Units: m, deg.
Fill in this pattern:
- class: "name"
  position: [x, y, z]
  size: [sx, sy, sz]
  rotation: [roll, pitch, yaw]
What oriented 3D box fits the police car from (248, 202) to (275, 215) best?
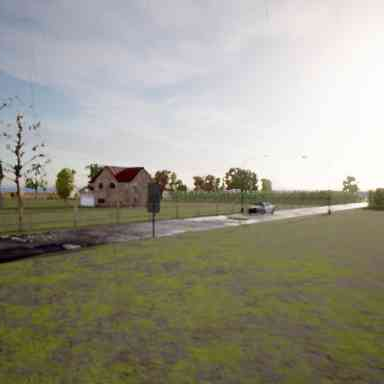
- class: "police car"
  position: [8.638, 2.031, 41.423]
  size: [2.038, 1.542, 4.974]
  rotation: [1, 0, 35]
